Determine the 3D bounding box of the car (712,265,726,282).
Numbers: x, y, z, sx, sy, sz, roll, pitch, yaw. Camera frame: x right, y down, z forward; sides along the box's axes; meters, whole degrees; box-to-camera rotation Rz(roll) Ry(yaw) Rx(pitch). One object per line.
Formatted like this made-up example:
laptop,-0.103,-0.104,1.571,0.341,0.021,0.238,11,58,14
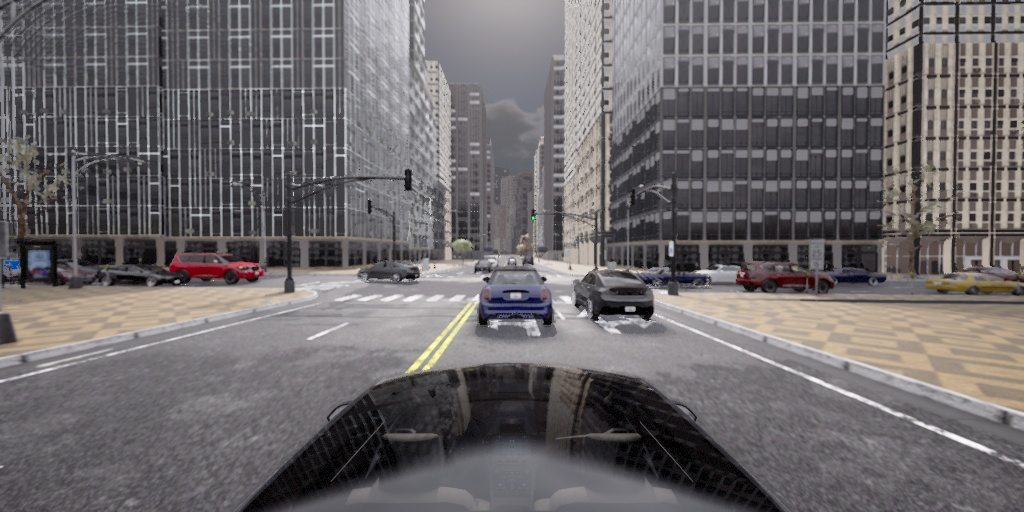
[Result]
car,15.896,1.395,27.295,4.674,1.442,1.812,0,1,-1

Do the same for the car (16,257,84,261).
car,-30.638,1.007,24.915,4.892,1.490,1.837,1,1,1

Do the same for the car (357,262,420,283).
car,-9.288,1.162,26.944,4.892,1.490,1.837,1,-1,19

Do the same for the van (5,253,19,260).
van,-45.284,0.617,31.017,3.998,1.789,1.690,0,0,1

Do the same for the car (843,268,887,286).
car,25.107,1.552,27.140,4.718,1.301,1.895,0,1,1

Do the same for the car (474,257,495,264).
car,-3.338,1.208,42.422,1.882,1.535,5.008,0,0,0

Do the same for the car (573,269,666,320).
car,3.351,1.252,12.573,1.837,1.490,4.892,0,0,0

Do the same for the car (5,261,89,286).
car,-28.413,1.147,22.181,4.207,1.307,1.802,0,0,1

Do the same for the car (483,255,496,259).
car,-3.323,0.944,52.370,2.150,2.045,5.566,0,0,0

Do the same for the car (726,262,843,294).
car,16.196,1.279,21.515,5.009,1.841,2.192,0,0,1

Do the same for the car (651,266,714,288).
car,10.765,1.472,24.468,4.718,1.301,1.895,0,1,-7

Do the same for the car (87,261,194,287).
car,-22.729,1.183,22.047,4.313,1.339,1.948,0,0,1

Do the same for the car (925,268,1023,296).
car,27.644,1.589,21.317,4.829,1.417,1.751,0,0,1

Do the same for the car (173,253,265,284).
car,-20.279,0.819,24.700,5.566,2.045,2.150,0,1,1

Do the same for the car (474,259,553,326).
car,0.102,1.099,11.839,2.097,1.767,4.553,0,0,0
